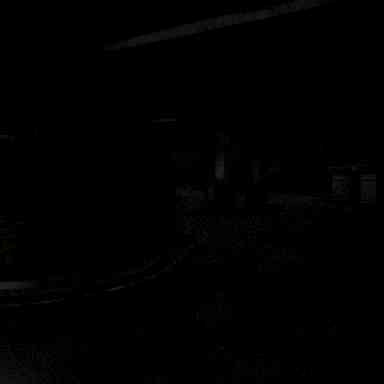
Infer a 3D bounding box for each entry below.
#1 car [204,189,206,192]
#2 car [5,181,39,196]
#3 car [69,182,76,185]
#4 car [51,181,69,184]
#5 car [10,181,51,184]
[{"bbox_3d":[4.874,-0.318,65.613,5.027,1.636,2.152,2,2,35],"label":"car"},{"bbox_3d":[-21.776,-0.476,42.440,4.605,1.855,1.932,2,2,35],"label":"car"},{"bbox_3d":[-25.451,-1.296,68.080,4.605,1.855,1.932,2,2,35],"label":"car"},{"bbox_3d":[-26.789,-1.271,65.468,3.866,1.878,1.905,2,2,35],"label":"car"},{"bbox_3d":[-17.244,-0.188,35.223,3.866,1.878,1.905,2,2,35],"label":"car"}]
